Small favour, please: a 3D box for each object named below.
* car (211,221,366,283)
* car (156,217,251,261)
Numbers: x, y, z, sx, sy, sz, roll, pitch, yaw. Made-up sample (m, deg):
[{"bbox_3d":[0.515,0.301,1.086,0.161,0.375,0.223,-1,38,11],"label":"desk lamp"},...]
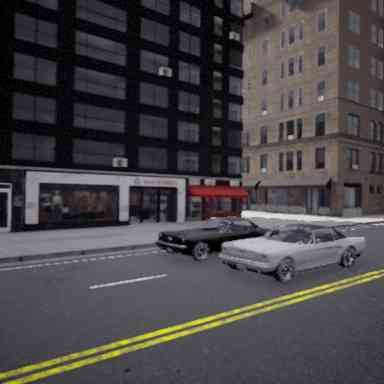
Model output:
[{"bbox_3d":[3.079,1.632,9.873,4.718,1.301,1.895,0,0,-35],"label":"car"},{"bbox_3d":[1.056,1.631,12.424,4.718,1.301,1.895,0,0,-35],"label":"car"}]
